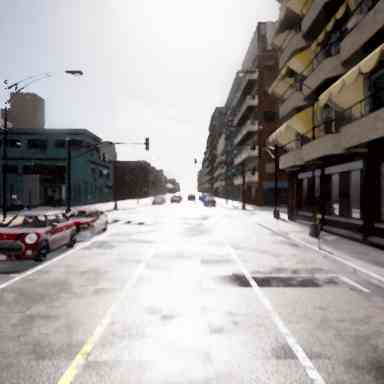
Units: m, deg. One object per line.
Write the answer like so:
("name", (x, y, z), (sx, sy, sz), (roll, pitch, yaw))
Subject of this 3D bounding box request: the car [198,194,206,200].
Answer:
("car", (2.652, 1.367, 89.118), (1.947, 1.339, 4.313), (1, 0, 0))

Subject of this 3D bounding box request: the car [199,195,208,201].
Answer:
("car", (2.658, 1.360, 78.126), (1.752, 1.417, 4.829), (1, 0, 0))

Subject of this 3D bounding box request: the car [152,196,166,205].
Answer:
("car", (-5.711, 1.477, 55.593), (1.802, 1.307, 4.206), (1, 0, 0))

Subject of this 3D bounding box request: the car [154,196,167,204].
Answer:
("car", (-5.713, 1.426, 61.173), (1.887, 1.381, 4.507), (1, 0, 0))

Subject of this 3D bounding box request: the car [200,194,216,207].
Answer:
("car", (2.674, 1.459, 50.053), (2.008, 1.369, 4.403), (1, 0, 0))

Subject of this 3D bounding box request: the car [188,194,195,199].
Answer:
("car", (-0.052, 1.226, 89.990), (1.895, 1.301, 4.718), (0, 0, 0))

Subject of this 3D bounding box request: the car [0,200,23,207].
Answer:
("car", (-19.739, 1.638, 37.835), (4.403, 1.369, 2.008), (0, 0, 1))

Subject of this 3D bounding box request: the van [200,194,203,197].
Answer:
("van", (2.673, 1.236, 55.632), (1.690, 1.788, 3.998), (1, 0, 0))

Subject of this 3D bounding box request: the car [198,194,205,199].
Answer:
("car", (2.649, 1.348, 94.699), (1.947, 1.339, 4.313), (1, 0, 0))

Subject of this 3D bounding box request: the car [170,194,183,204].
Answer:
("car", (-3.065, 1.357, 61.770), (1.882, 1.535, 5.008), (0, 0, 0))

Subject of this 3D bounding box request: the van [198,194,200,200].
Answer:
("van", (2.667, 1.208, 66.795), (1.690, 1.788, 3.998), (1, 0, 0))

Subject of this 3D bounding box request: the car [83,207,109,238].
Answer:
("car", (-5.656, 1.520, 17.529), (1.887, 1.381, 4.507), (1, 0, 0))

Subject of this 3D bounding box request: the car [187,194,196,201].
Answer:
("car", (-0.045, 1.177, 79.922), (2.097, 1.767, 4.553), (0, 0, 0))

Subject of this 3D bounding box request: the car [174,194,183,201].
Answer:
("car", (-3.044, 1.315, 77.254), (1.882, 1.535, 5.008), (0, 0, 0))

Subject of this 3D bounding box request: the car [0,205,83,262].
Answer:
("car", (-5.651, 1.424, 11.883), (1.967, 1.590, 4.097), (1, 0, 0))
